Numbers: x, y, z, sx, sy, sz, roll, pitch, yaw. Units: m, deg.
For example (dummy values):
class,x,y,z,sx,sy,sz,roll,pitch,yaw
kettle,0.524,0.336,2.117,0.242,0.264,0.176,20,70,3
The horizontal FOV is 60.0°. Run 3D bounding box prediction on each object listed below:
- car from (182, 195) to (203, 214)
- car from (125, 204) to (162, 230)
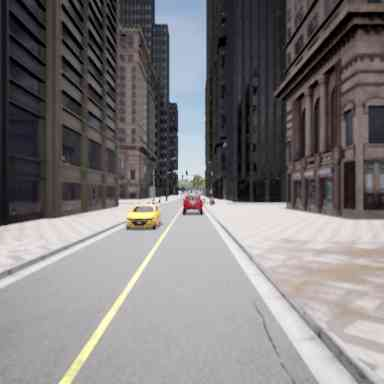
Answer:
class,x,y,z,sx,sy,sz,roll,pitch,yaw
car,0.095,1.313,37.238,2.150,2.045,5.566,0,0,0
car,-3.101,1.532,22.007,1.882,1.535,5.008,0,0,0
